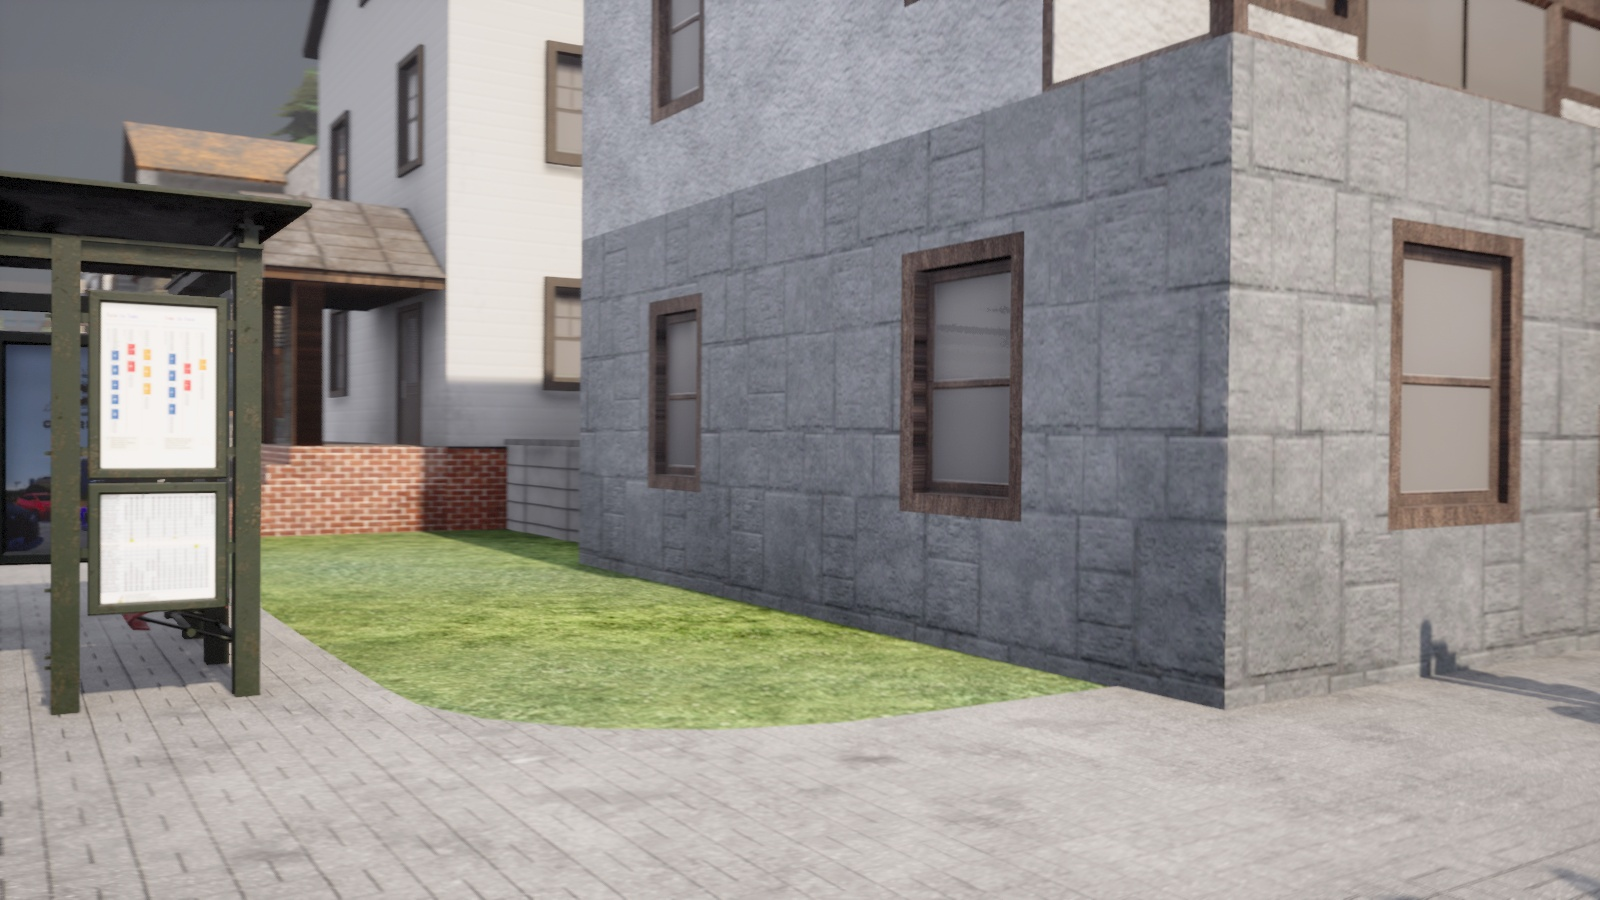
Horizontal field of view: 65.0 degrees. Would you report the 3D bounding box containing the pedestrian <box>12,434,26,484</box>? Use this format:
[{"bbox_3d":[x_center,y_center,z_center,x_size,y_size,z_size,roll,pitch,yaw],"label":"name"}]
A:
[{"bbox_3d":[-30.488,0.339,49.026,0.396,1.930,0.692,-1,1,-34],"label":"pedestrian"}]

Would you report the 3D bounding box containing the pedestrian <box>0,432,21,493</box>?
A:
[{"bbox_3d":[-24.388,0.382,38.448,0.874,1.855,0.900,-1,1,-33],"label":"pedestrian"}]
